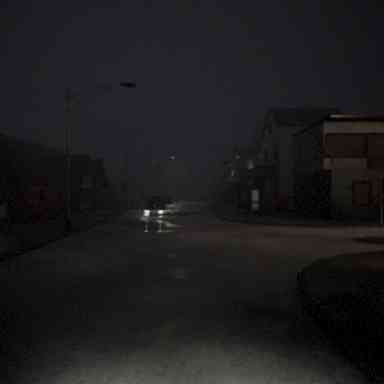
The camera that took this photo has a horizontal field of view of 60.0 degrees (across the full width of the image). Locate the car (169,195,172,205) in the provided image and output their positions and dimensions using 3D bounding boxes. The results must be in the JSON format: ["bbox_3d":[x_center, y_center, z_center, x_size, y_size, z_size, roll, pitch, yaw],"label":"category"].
[{"bbox_3d":[-4.062,1.121,50.334,1.882,1.535,5.008,0,1,0],"label":"car"}]

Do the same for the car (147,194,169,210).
[{"bbox_3d":[-4.073,1.229,38.861,1.837,1.490,4.892,0,1,0],"label":"car"}]
